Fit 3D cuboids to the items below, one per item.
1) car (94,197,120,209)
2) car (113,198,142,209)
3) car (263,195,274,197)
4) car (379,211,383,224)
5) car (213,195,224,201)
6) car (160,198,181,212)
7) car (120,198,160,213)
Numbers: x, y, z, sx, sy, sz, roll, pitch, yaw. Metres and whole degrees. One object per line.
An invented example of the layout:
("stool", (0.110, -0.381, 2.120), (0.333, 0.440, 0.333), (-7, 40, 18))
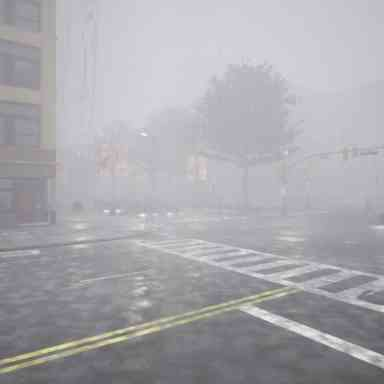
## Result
("car", (-11.694, 1.477, 44.871), (1.882, 1.535, 5.008), (0, 0, -35))
("car", (-9.260, 1.547, 47.490), (2.033, 1.411, 5.357), (0, 0, -35))
("car", (16.184, 1.319, 72.064), (2.002, 1.452, 4.674), (0, 0, -36))
("car", (15.056, 1.504, 23.381), (4.892, 1.490, 1.837), (0, 0, -36))
("car", (5.696, 1.412, 79.530), (2.161, 1.482, 4.786), (0, 0, -36))
("car", (-3.207, 1.504, 39.050), (1.837, 1.490, 4.892), (0, 0, -36))
("car", (-5.862, 1.505, 36.747), (1.837, 1.490, 4.892), (0, 0, -36))
